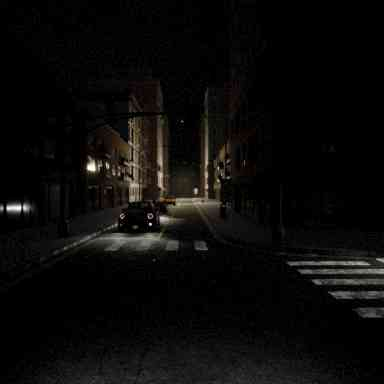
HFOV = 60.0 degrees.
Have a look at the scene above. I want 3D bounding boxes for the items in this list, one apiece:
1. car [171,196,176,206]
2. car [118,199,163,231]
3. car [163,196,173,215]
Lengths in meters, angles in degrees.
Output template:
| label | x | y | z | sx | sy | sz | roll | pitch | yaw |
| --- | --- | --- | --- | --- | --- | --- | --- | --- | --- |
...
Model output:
| label | x | y | z | sx | sy | sz | roll | pitch | yaw |
| --- | --- | --- | --- | --- | --- | --- | --- | --- | --- |
| car | -3.610 | 1.447 | 53.476 | 1.882 | 1.535 | 5.008 | 0 | 0 | 0 |
| car | -3.158 | 1.348 | 20.463 | 2.097 | 1.767 | 4.553 | 0 | 0 | -1 |
| car | -3.376 | 1.482 | 33.414 | 2.128 | 1.511 | 4.902 | 0 | 0 | -1 |
